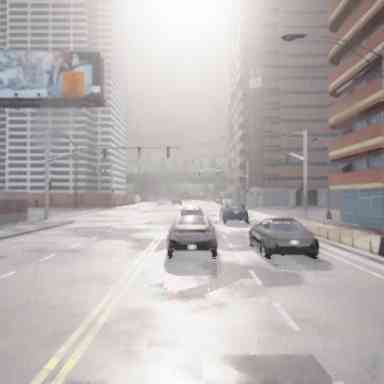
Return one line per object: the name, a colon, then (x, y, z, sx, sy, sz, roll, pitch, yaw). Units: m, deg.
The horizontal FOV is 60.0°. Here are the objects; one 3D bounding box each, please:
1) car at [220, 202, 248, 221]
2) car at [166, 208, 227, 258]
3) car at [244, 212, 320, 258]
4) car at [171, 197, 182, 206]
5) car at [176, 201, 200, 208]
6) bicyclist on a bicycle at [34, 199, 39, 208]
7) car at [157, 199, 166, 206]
car: (3.525, 1.667, 28.410, 2.097, 1.767, 4.553, 0, -1, 0)
car: (0.019, 1.644, 13.494, 2.128, 1.511, 4.902, 0, 0, 0)
car: (3.523, 1.715, 13.421, 1.994, 1.385, 4.181, 0, -1, 0)
car: (-3.485, 2.072, 76.339, 2.150, 2.045, 5.566, 0, -1, 0)
car: (-0.092, 1.810, 28.483, 2.128, 1.511, 4.902, 0, 0, -3)
bicyclist on a bicycle: (-25.631, 1.910, 54.820, 0.582, 1.620, 1.656, 0, 0, 0)
car: (-6.985, 2.370, 76.190, 1.812, 1.442, 4.674, 0, -1, 0)
